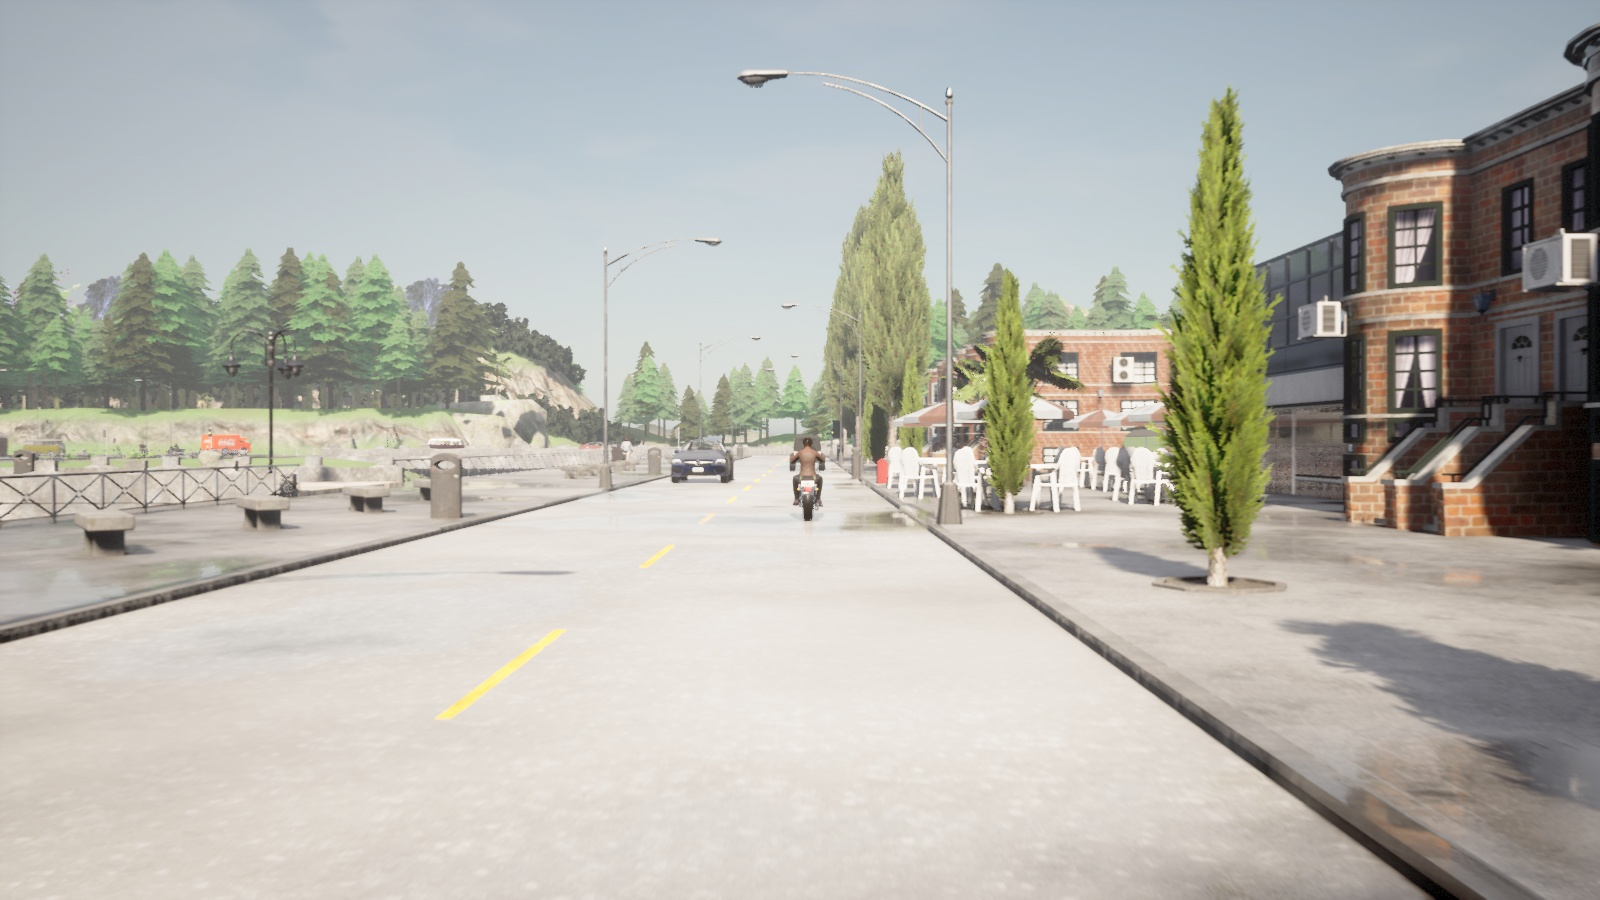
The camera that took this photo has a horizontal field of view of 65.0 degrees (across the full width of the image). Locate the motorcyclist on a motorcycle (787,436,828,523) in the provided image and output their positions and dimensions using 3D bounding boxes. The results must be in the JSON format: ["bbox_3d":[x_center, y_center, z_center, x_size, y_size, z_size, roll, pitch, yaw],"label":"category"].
[{"bbox_3d":[0.153,0.556,24.944,0.766,1.649,2.350,0,0,0],"label":"motorcyclist on a motorcycle"}]

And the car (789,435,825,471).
[{"bbox_3d":[0.395,0.156,68.628,1.905,1.878,3.866,0,0,0],"label":"car"}]

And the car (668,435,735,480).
[{"bbox_3d":[-3.717,0.250,48.233,2.152,1.651,5.027,0,0,0],"label":"car"}]
